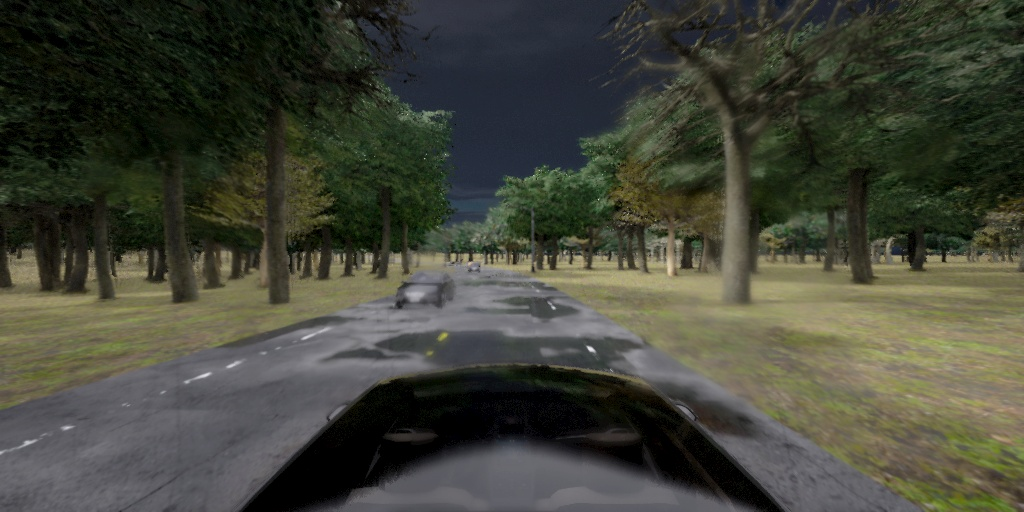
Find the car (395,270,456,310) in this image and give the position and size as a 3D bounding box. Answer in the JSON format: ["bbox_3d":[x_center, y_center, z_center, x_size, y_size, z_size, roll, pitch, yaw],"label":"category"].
[{"bbox_3d":[-3.646,1.397,15.825,2.128,1.511,4.902,0,-1,-1],"label":"car"}]

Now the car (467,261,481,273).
[{"bbox_3d":[-5.939,1.873,56.959,2.128,1.511,4.902,0,-1,-6],"label":"car"}]
